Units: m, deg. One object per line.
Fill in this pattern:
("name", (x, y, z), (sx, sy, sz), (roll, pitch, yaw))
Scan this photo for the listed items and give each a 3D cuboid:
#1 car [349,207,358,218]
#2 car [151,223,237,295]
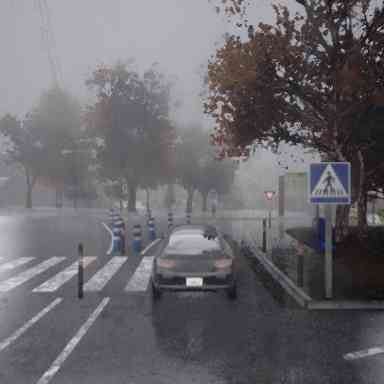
("car", (20.692, 2.716, 43.349), (1.882, 1.535, 5.008), (1, 0, 21))
("car", (0.054, 1.534, 8.595), (1.812, 1.442, 4.674), (0, 0, 0))
